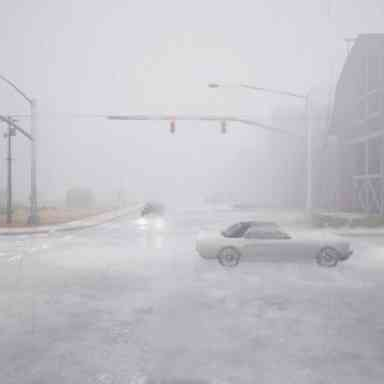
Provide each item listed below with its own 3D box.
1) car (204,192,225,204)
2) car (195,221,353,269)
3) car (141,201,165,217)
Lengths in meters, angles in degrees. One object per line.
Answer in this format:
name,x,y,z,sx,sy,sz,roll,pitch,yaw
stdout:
car,4.078,1.088,60.193,1.905,1.878,3.866,-8,3,-42
car,2.463,1.614,10.629,4.718,1.301,1.895,0,0,1
car,-3.625,1.568,31.597,1.895,1.301,4.718,0,0,0
